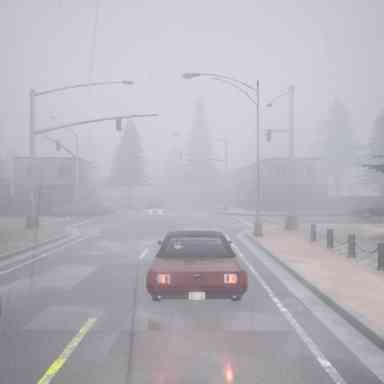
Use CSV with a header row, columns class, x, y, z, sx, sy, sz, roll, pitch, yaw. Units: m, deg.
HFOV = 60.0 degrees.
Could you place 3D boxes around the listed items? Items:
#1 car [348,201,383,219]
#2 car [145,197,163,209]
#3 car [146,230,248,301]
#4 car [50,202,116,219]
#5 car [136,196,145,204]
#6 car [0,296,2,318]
class,x,y,z,sx,sy,sz,roll,pitch,yaw
car,15.762,1.476,27.933,4.902,1.511,2.128,0,0,2
car,-4.916,1.529,44.232,1.994,1.385,4.181,0,0,-7
car,0.071,1.601,8.268,1.895,1.301,4.718,0,0,-1
car,-9.268,1.530,28.583,5.357,1.411,2.033,0,0,-17
car,-9.256,1.473,61.172,1.837,1.490,4.892,0,-1,-23
car,-3.601,1.601,2.425,1.895,1.301,4.718,0,0,0
